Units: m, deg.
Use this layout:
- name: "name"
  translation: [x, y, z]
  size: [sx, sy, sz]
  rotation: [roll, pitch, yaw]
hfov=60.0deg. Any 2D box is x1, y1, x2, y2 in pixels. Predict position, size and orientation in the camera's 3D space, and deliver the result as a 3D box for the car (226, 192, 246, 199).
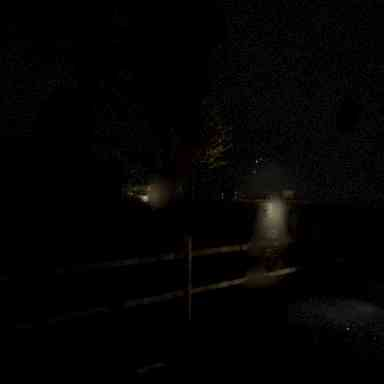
- name: "car"
  translation: [8.976, 0.702, 67.889]
  size: [2.128, 1.511, 4.902]
  rotation: [1, 0, -36]
